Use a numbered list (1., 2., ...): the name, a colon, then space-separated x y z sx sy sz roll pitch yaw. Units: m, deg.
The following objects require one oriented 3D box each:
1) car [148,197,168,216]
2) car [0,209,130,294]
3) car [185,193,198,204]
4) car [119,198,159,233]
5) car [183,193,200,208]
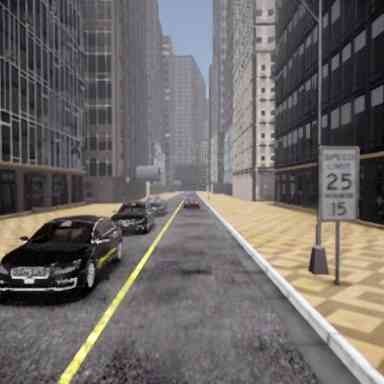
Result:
1. car: -3.098 1.163 28.102 2.128 1.511 4.902 0 1 0
2. car: -3.098 1.419 8.774 1.837 1.490 4.892 0 1 0
3. car: -0.011 0.940 49.037 1.812 1.442 4.674 0 1 0
4. car: -3.100 1.301 18.164 1.837 1.490 4.892 0 1 0
5. car: -0.011 1.088 38.377 2.033 1.411 5.357 0 1 0
